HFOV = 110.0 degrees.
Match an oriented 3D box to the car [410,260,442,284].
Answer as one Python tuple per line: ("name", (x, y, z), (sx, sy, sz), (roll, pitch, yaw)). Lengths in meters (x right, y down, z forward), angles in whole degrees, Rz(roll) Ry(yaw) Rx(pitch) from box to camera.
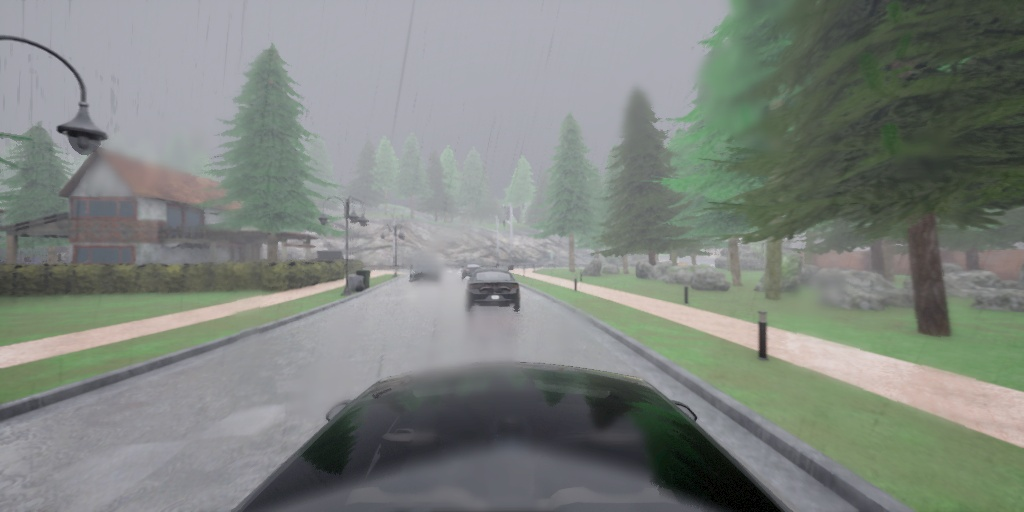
("car", (-6.348, 1.108, 26.736), (2.097, 1.767, 4.553), (0, 0, -9))

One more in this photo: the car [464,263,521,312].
("car", (-0.833, 1.223, 14.355), (1.882, 1.535, 5.008), (0, 0, -6))

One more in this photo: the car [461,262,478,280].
("car", (-3.353, 1.269, 31.098), (1.812, 1.442, 4.674), (0, 0, -9))
